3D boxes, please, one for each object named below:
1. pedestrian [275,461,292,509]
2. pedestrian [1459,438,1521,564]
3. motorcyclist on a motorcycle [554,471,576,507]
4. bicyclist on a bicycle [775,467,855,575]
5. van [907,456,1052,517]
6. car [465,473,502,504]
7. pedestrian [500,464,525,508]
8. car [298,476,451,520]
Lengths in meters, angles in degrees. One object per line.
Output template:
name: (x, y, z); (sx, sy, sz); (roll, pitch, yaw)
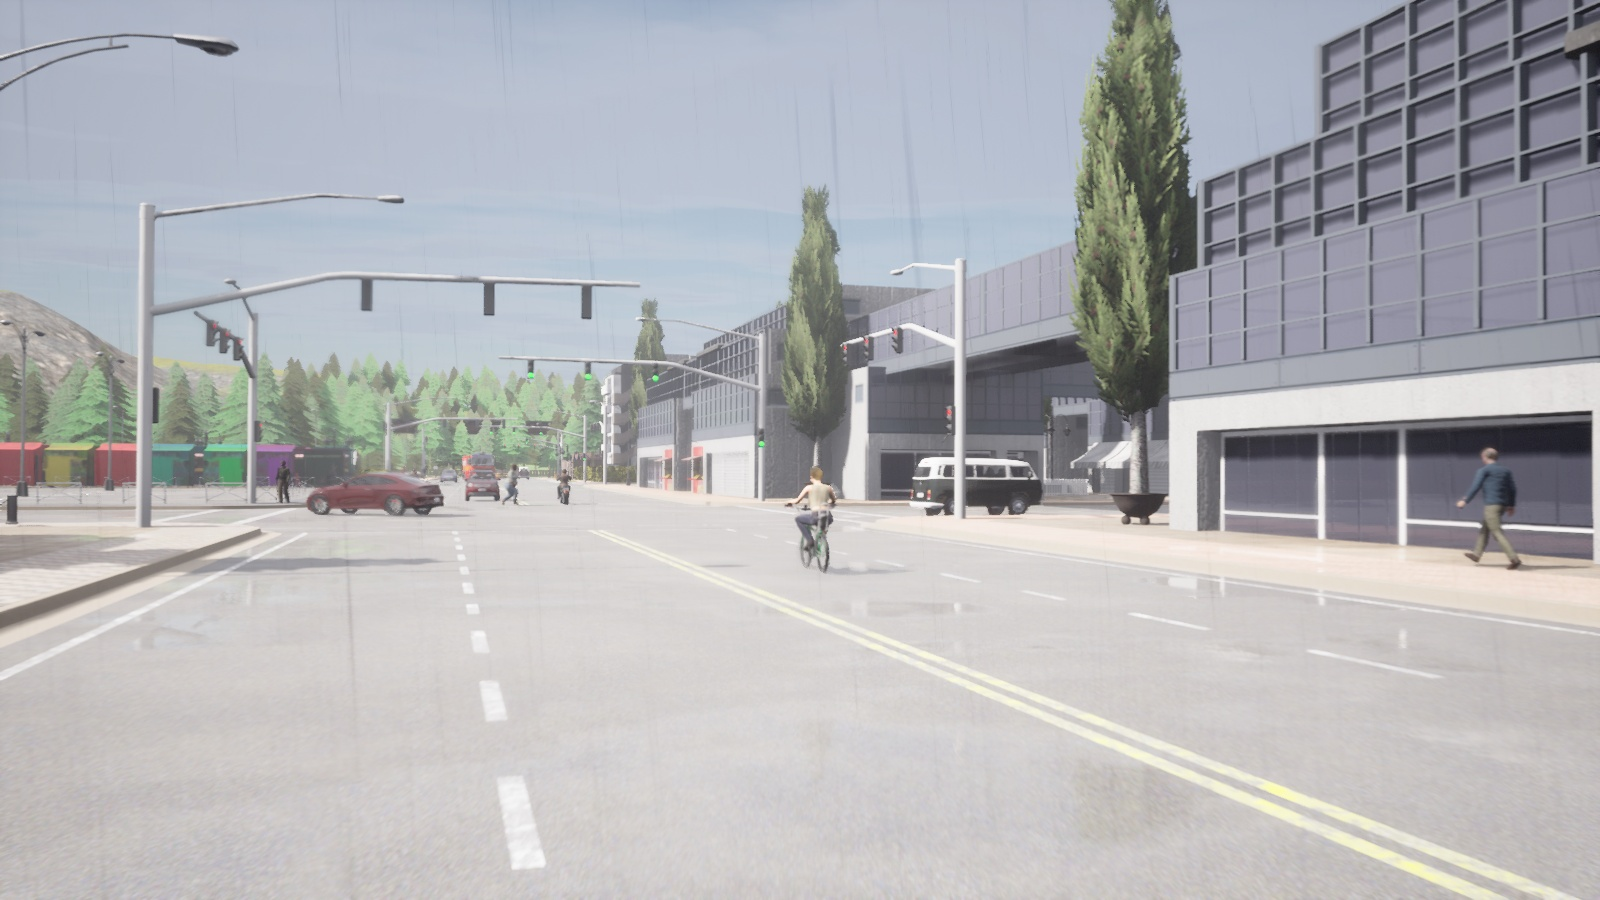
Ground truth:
pedestrian: (-21.017, 1.413, 51.119); (0.395, 1.930, 0.692); (0, -1, -2)
pedestrian: (10.319, 0.746, 18.789); (0.402, 1.842, 0.726); (0, -1, -17)
motorcyclist on a motorcycle: (-10.817, 1.774, 57.687); (0.766, 1.649, 2.350); (0, -1, -16)
bicyclist on a bicycle: (0.214, 1.080, 19.713); (0.866, 1.612, 1.509); (0, -1, -16)
van: (6.185, 1.240, 43.391); (4.480, 2.038, 2.069); (0, -1, -20)
car: (-16.041, 1.922, 63.564); (1.789, 1.549, 3.705); (0, -1, -15)
pedestrian: (-12.461, 1.559, 54.522); (0.900, 1.855, 0.874); (0, -1, -2)
car: (-14.423, 1.611, 42.590); (4.674, 1.442, 1.812); (0, -1, 14)
